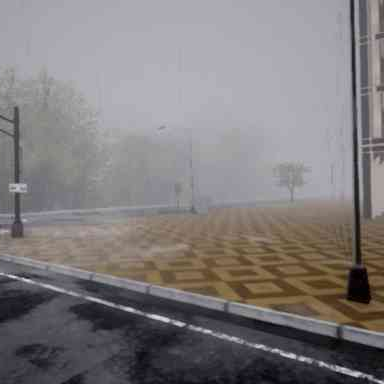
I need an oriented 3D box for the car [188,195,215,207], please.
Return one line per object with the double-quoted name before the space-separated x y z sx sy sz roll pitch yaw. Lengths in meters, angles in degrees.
"car" 1.400 1.279 48.454 1.882 1.535 5.008 -1 0 35
